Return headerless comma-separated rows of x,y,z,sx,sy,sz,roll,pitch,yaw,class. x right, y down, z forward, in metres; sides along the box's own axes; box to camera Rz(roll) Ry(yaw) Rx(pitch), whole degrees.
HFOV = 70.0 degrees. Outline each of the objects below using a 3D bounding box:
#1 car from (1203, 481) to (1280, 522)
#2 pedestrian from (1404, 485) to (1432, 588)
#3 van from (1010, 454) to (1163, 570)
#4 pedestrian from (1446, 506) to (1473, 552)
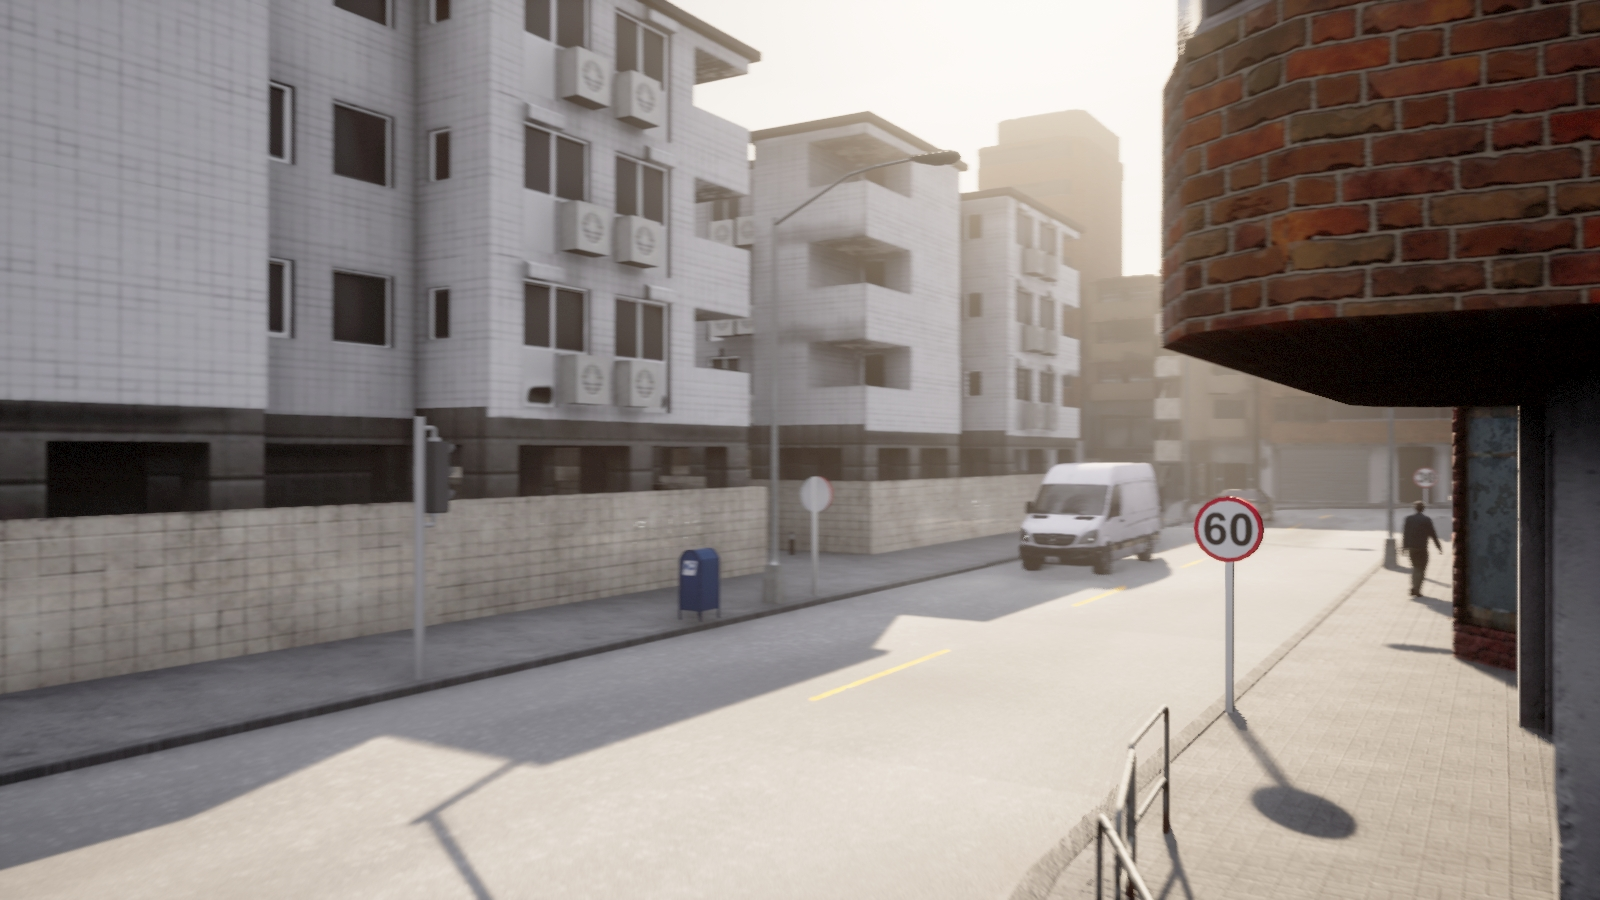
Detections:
17.629,2.007,45.469,2.033,1.411,5.357,0,0,30,car
11.420,1.586,21.121,0.375,1.860,0.375,0,0,44,pedestrian
7.236,1.384,28.283,1.988,2.561,5.915,0,0,32,van
16.671,1.989,28.893,0.500,1.100,0.500,0,0,42,pedestrian
